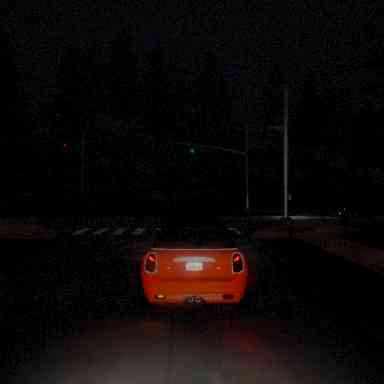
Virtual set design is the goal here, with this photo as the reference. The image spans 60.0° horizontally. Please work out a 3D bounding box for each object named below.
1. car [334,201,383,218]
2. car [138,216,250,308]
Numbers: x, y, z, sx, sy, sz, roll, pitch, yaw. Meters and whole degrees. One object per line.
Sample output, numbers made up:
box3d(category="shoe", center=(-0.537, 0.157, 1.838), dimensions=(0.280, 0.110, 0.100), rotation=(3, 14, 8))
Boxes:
box3d(category="car", center=(14.337, 1.438, 27.330), dimensions=(4.718, 1.301, 1.895), rotation=(0, 0, 0))
box3d(category="car", center=(0.049, 1.352, 8.089), dimensions=(2.097, 1.767, 4.553), rotation=(0, 0, 0))
